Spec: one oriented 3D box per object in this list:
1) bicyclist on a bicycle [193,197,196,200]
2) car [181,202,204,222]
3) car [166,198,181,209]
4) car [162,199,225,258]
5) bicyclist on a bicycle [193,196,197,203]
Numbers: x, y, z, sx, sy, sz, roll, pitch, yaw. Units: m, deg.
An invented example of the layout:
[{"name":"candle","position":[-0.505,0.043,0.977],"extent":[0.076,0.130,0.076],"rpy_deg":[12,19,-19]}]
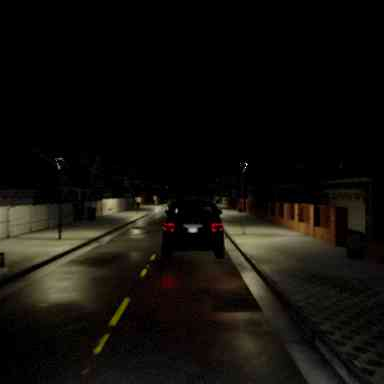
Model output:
[{"name":"bicyclist on a bicycle","position":[0.700,1.850,71.921],"extent":[0.866,1.612,1.509],"rpy_deg":[0,0,0]},{"name":"car","position":[0.049,1.692,29.463],"extent":[1.837,1.490,4.892],"rpy_deg":[0,0,0]},{"name":"car","position":[-2.866,1.804,52.029],"extent":[2.128,1.511,4.902],"rpy_deg":[0,0,0]},{"name":"car","position":[0.056,1.309,13.286],"extent":[2.150,2.045,5.566],"rpy_deg":[0,0,0]},{"name":"bicyclist on a bicycle","position":[0.694,1.893,80.921],"extent":[0.866,1.612,1.509],"rpy_deg":[0,0,0]}]
